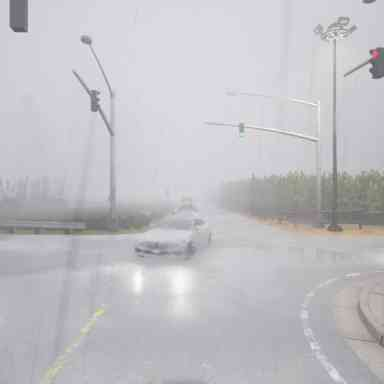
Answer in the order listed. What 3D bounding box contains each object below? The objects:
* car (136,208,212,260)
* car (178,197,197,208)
[{"bbox_3d":[-0.463,1.612,12.817,1.812,1.442,4.674,1,1,17],"label":"car"},{"bbox_3d":[-0.578,1.332,38.548,2.097,1.767,4.553,0,0,-3],"label":"car"}]
